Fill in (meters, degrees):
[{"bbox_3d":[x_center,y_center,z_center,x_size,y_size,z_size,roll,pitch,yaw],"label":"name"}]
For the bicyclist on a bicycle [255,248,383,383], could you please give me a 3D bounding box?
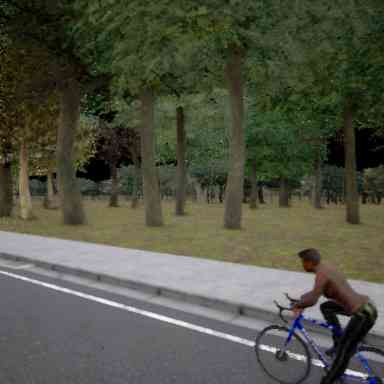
[{"bbox_3d":[1.444,1.454,3.625,1.656,1.620,0.582,0,0,36],"label":"bicyclist on a bicycle"}]
